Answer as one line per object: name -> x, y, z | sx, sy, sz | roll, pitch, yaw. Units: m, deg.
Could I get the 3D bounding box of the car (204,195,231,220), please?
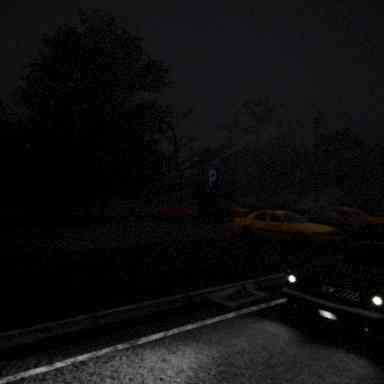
car -> 1.056, 1.319, 29.122 | 2.435, 2.045, 5.566 | 1, -1, -35

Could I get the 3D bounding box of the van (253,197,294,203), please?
van -> 7.767, 1.497, 34.016 | 1.878, 1.987, 4.442 | 1, -1, -35

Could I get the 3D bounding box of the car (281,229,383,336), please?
car -> 3.910, 1.612, 6.477 | 4.718, 1.301, 1.895 | 0, 0, -36

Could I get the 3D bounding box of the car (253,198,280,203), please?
car -> 5.580, 1.670, 32.305 | 2.231, 1.521, 4.892 | 1, -1, -35

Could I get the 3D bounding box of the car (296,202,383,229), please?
car -> 8.477, 1.568, 18.323 | 2.097, 1.535, 5.008 | 1, -1, -35

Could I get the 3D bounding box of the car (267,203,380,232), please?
car -> 6.221, 1.531, 16.713 | 2.231, 1.521, 4.892 | 1, -1, -35

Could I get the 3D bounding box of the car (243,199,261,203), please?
car -> 3.431, 1.614, 30.554 | 1.946, 1.575, 5.366 | 1, -1, -35

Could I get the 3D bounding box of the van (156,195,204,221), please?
van -> -1.351, 1.305, 27.516 | 1.878, 1.987, 4.442 | 1, -1, -35

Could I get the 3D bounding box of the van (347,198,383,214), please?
van -> 23.689, 1.871, 45.080 | 1.878, 1.987, 4.442 | 1, -1, -35

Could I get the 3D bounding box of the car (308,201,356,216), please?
car -> 16.856, 1.938, 40.345 | 2.231, 1.521, 4.892 | 1, -1, -35

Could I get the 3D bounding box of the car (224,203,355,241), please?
car -> 4.077, 1.497, 14.951 | 1.946, 1.575, 5.366 | 1, -1, -35

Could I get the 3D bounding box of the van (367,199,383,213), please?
van -> 28.078, 1.991, 48.210 | 1.878, 1.987, 4.442 | 2, -1, -35

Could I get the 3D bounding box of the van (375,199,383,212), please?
van -> 30.305, 2.094, 50.084 | 1.878, 1.987, 4.442 | 3, -1, -35

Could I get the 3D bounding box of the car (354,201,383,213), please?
car -> 25.870, 2.151, 46.785 | 2.097, 1.535, 5.008 | 1, -1, -35

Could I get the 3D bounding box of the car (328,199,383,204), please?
car -> 10.725, 1.489, 19.957 | 2.185, 1.767, 4.553 | 1, -1, -35

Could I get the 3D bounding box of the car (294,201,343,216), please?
car -> 14.601, 1.883, 38.738 | 2.097, 1.535, 5.008 | 1, -1, -35

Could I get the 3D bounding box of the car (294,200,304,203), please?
car -> 10.107, 1.651, 35.502 | 2.185, 1.767, 4.553 | 1, -1, -35

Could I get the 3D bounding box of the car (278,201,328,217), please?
car -> 12.243, 1.827, 37.057 | 2.097, 1.535, 5.008 | 1, -1, -35
